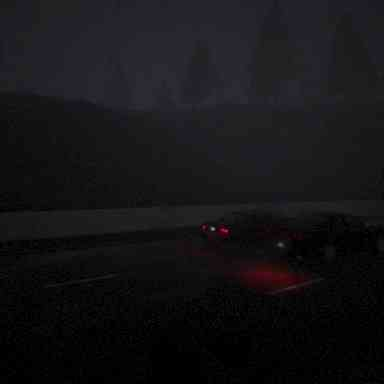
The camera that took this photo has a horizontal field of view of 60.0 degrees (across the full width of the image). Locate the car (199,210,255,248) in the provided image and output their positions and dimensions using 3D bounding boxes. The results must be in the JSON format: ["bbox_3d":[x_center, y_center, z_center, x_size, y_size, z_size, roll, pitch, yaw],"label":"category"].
[{"bbox_3d":[2.888,1.470,14.345,5.357,1.411,2.033,-1,0,-34],"label":"car"}]

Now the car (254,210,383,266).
[{"bbox_3d":[4.694,1.402,11.326,5.008,1.535,1.882,-1,0,-34],"label":"car"}]
